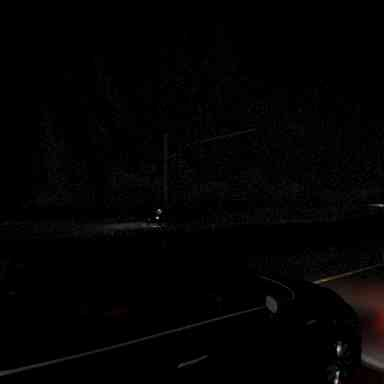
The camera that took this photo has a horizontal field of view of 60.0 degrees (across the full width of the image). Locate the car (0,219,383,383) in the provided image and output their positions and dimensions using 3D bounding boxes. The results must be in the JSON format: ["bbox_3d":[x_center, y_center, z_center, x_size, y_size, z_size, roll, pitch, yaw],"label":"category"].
[{"bbox_3d":[-0.128,1.351,3.654,4.553,1.767,2.097,0,0,-36],"label":"car"}]

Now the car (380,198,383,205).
[{"bbox_3d":[32.318,1.288,53.459,5.357,1.411,2.033,0,0,-36],"label":"car"}]

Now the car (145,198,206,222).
[{"bbox_3d":[-1.183,1.333,24.731,4.553,1.767,2.097,0,0,-36],"label":"car"}]
